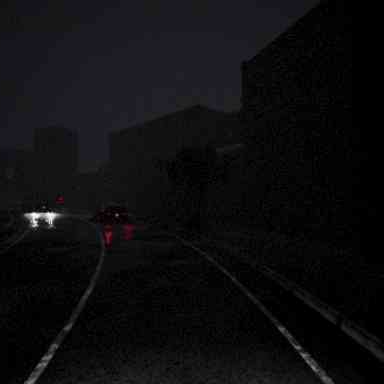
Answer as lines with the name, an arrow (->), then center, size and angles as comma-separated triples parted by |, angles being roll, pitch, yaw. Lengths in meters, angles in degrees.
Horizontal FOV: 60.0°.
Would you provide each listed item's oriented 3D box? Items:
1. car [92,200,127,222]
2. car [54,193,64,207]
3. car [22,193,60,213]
car -> -5.986, 1.307, 24.120 | 1.812, 1.442, 4.674 | 2, 0, -26
car -> -16.323, 0.851, 37.954 | 4.902, 1.511, 2.128 | 2, -1, 45
car -> -13.537, 1.031, 29.277 | 1.994, 1.385, 4.181 | 2, 0, -38
